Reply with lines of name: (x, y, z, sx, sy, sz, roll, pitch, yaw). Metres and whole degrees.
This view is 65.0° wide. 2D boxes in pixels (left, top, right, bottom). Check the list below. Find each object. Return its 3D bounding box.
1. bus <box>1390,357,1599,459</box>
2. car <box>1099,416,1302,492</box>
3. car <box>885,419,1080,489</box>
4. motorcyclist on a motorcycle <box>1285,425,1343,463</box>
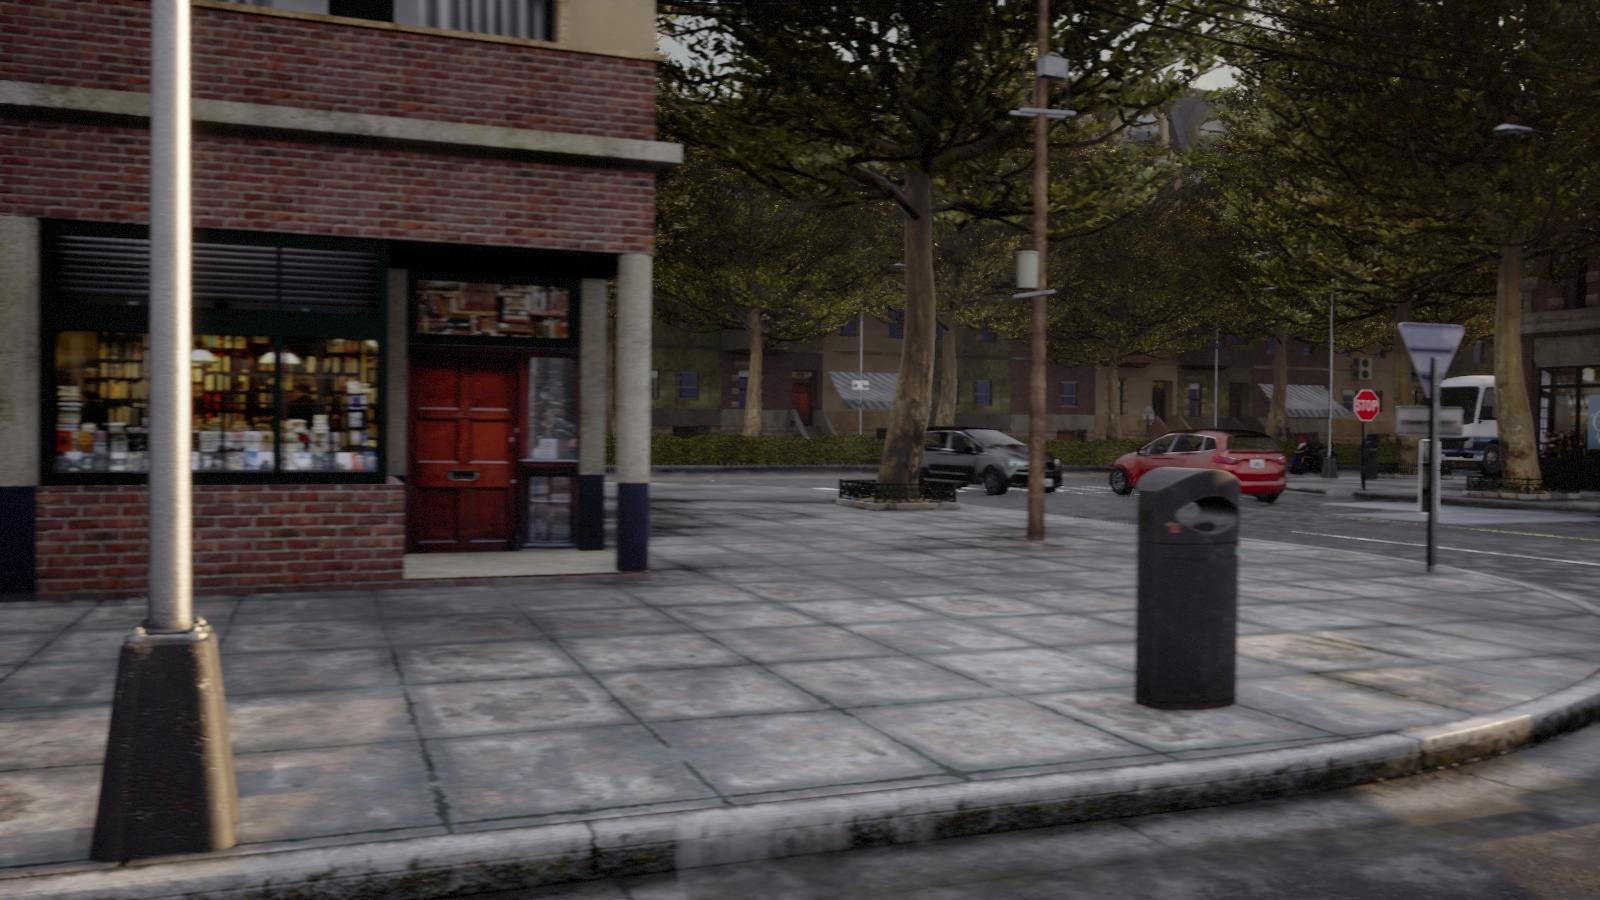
bus: (31.841, -1.834, 56.004, 10.273, 4.253, 3.944, -1, 1, -21)
car: (9.528, 0.046, 30.307, 2.242, 1.667, 4.611, -1, 1, -22)
car: (4.588, 0.070, 32.153, 2.242, 1.667, 4.611, -1, 1, -40)
motorcyclist on a motorcycle: (21.289, -0.243, 51.998, 2.191, 1.530, 0.866, -1, 1, -21)
